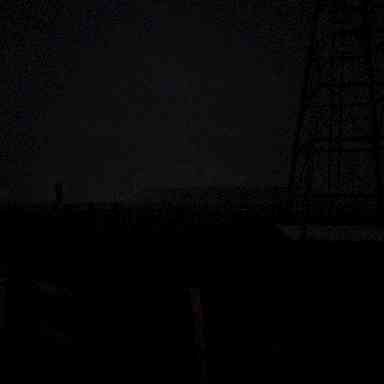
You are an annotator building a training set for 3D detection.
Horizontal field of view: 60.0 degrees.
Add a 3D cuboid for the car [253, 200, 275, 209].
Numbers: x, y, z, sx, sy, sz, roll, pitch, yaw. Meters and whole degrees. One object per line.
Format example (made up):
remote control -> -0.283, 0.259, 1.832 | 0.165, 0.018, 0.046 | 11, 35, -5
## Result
car -> 11.740, 2.070, 53.813 | 1.812, 1.442, 4.674 | 0, -1, 44
